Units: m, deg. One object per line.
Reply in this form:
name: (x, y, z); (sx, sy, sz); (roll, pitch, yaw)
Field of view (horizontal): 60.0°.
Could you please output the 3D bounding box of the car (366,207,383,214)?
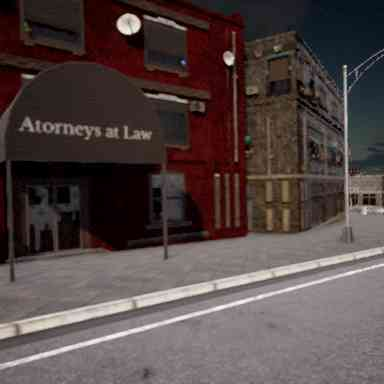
car: (32.768, 3.318, 59.038); (1.895, 1.301, 4.718); (-1, -3, 0)
